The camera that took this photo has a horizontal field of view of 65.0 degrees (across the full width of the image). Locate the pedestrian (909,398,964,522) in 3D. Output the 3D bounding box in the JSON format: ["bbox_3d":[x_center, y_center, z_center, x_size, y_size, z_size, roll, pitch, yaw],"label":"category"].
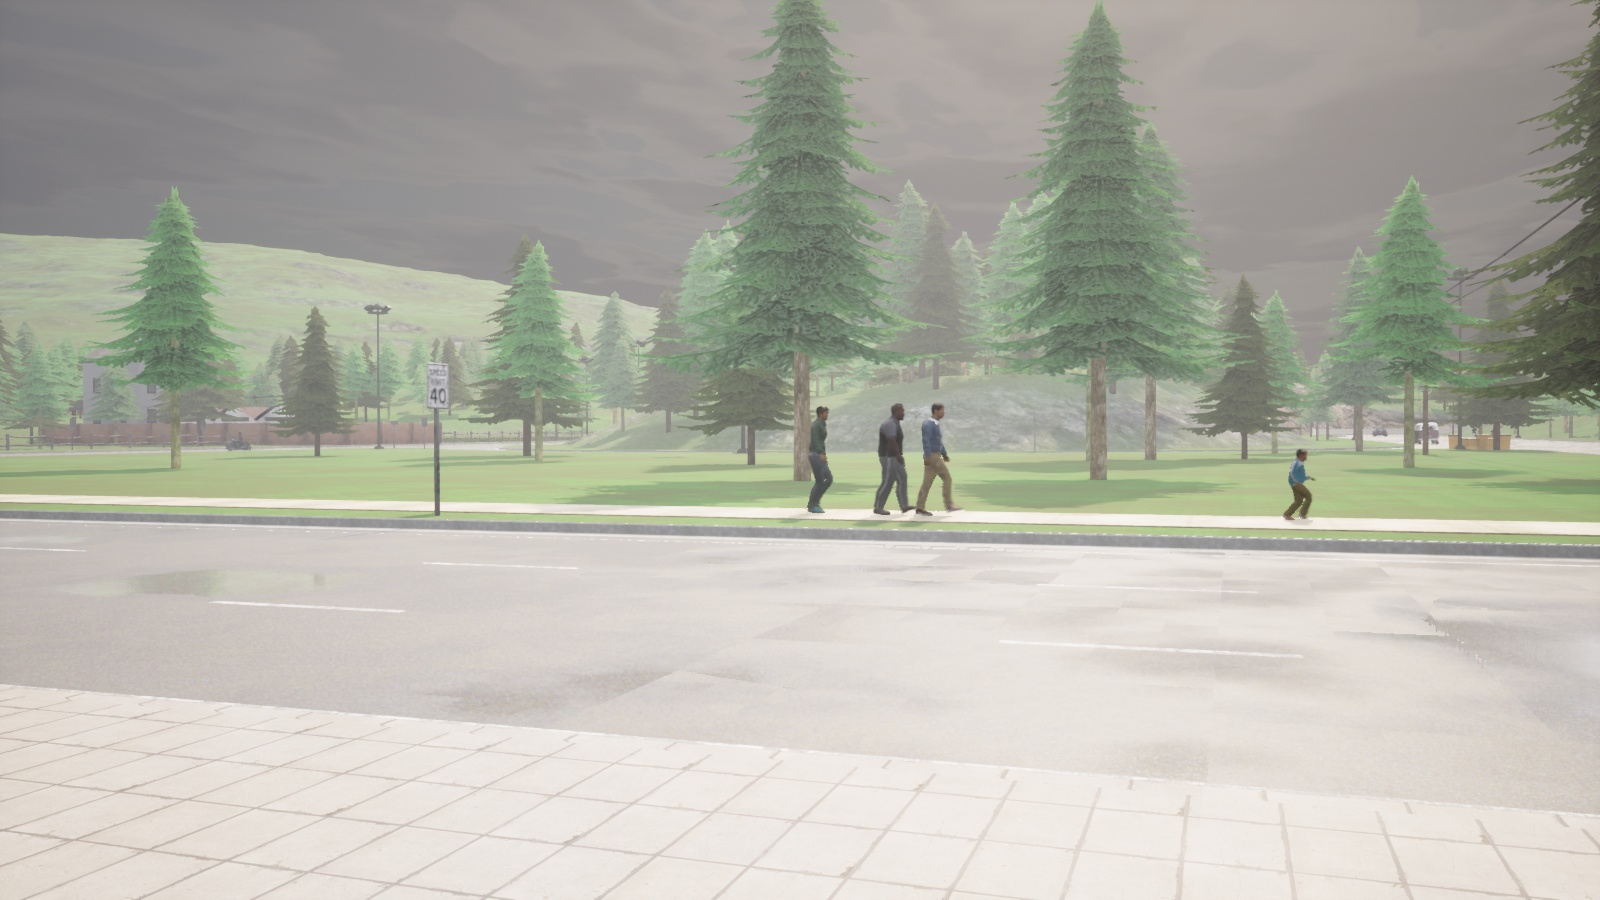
[{"bbox_3d":[2.175,0.153,20.007,0.788,1.949,0.423,0,1,17],"label":"pedestrian"}]

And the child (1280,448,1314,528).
[{"bbox_3d":[7.500,0.570,18.959,0.448,1.192,0.343,1,1,20],"label":"child"}]

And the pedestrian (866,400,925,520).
[{"bbox_3d":[1.542,0.148,20.188,0.849,1.883,0.563,0,1,16],"label":"pedestrian"}]

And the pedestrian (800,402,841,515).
[{"bbox_3d":[0.341,0.133,20.872,0.614,1.847,0.353,0,1,15],"label":"pedestrian"}]
